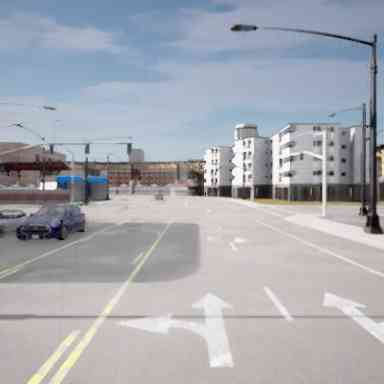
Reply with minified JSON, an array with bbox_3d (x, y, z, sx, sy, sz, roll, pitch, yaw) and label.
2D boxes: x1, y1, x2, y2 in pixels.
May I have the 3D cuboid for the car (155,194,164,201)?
[{"bbox_3d":[-6.732,1.143,69.558,1.837,1.490,4.892,0,1,-5],"label":"car"}]

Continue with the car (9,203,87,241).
[{"bbox_3d":[-7.066,1.430,17.229,2.097,1.767,4.553,0,0,0],"label":"car"}]

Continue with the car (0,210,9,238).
[{"bbox_3d":[-10.563,1.678,18.447,1.895,1.301,4.718,0,0,0],"label":"car"}]
